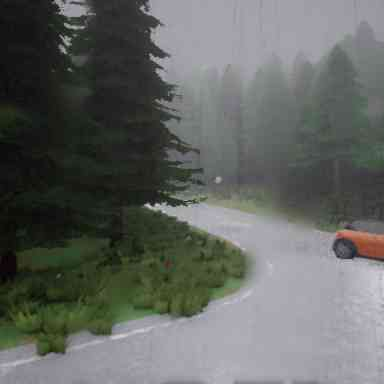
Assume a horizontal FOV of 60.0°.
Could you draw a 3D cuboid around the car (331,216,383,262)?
[{"bbox_3d":[7.603,1.832,12.042,2.097,1.767,4.553,5,-2,-37],"label":"car"}]
